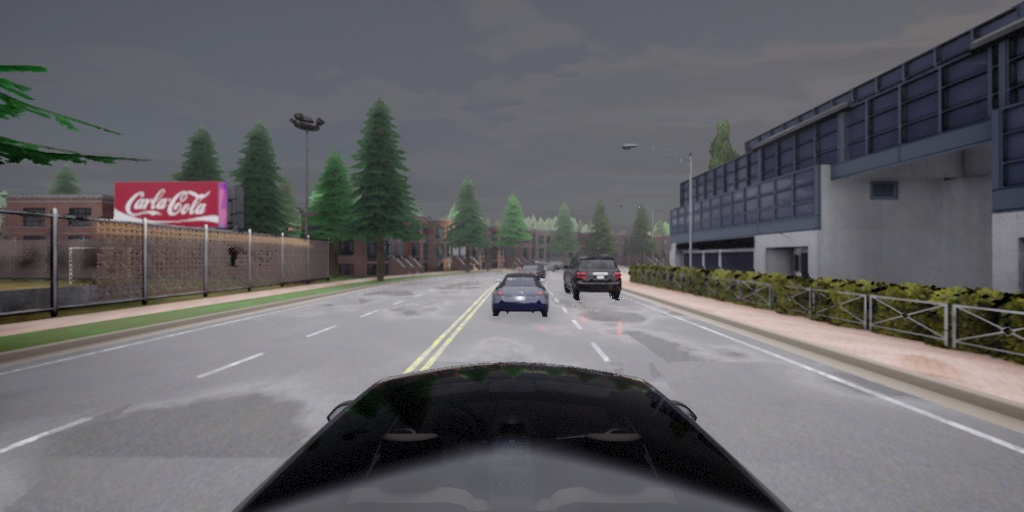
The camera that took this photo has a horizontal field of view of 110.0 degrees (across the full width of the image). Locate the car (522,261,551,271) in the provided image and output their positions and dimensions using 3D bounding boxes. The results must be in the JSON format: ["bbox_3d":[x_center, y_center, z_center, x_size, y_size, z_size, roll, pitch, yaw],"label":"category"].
[{"bbox_3d":[1.828,1.393,30.918,2.033,1.411,5.357,0,0,12],"label":"car"}]

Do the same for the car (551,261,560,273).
[{"bbox_3d":[5.580,1.394,48.003,2.128,1.511,4.902,0,0,36],"label":"car"}]

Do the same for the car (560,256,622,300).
[{"bbox_3d":[3.951,1.028,18.309,2.150,2.045,5.566,0,0,2],"label":"car"}]

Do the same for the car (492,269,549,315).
[{"bbox_3d":[0.321,1.353,13.710,1.994,1.385,4.181,0,0,2],"label":"car"}]
